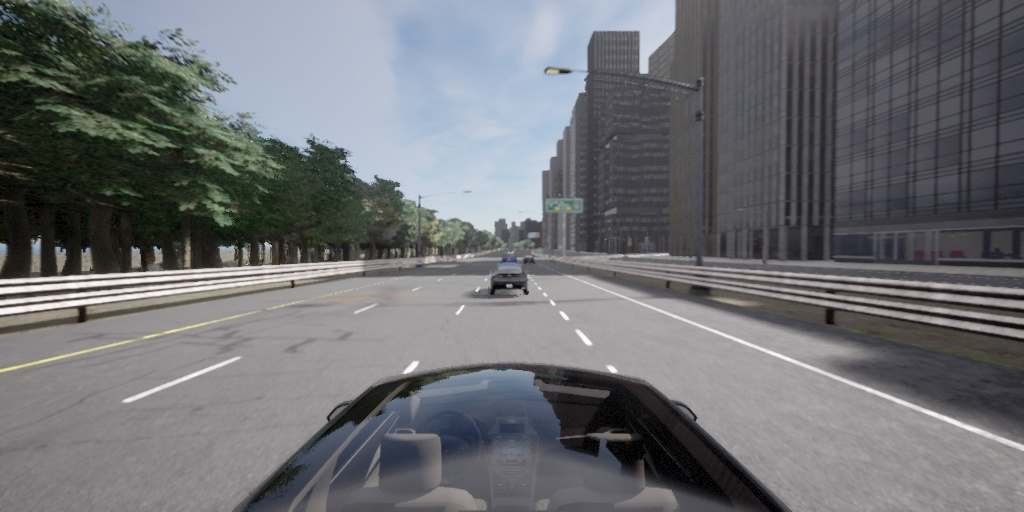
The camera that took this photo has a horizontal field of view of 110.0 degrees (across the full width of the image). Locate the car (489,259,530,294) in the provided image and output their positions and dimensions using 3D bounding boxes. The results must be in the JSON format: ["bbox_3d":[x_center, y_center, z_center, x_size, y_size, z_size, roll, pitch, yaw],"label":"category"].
[{"bbox_3d":[-0.145,1.124,19.076,1.837,1.490,4.892,0,0,-1],"label":"car"}]

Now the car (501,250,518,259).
[{"bbox_3d":[-0.378,0.563,50.252,2.150,2.045,5.566,0,0,0],"label":"car"}]
